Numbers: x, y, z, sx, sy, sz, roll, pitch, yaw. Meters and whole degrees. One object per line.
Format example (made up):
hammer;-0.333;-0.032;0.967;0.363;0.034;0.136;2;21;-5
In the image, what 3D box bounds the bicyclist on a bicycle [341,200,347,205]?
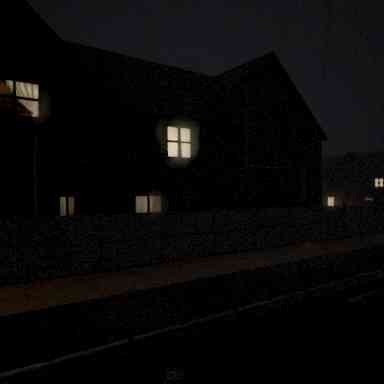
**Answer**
bicyclist on a bicycle;16.380;1.688;35.915;1.656;1.620;0.582;-1;0;-35
